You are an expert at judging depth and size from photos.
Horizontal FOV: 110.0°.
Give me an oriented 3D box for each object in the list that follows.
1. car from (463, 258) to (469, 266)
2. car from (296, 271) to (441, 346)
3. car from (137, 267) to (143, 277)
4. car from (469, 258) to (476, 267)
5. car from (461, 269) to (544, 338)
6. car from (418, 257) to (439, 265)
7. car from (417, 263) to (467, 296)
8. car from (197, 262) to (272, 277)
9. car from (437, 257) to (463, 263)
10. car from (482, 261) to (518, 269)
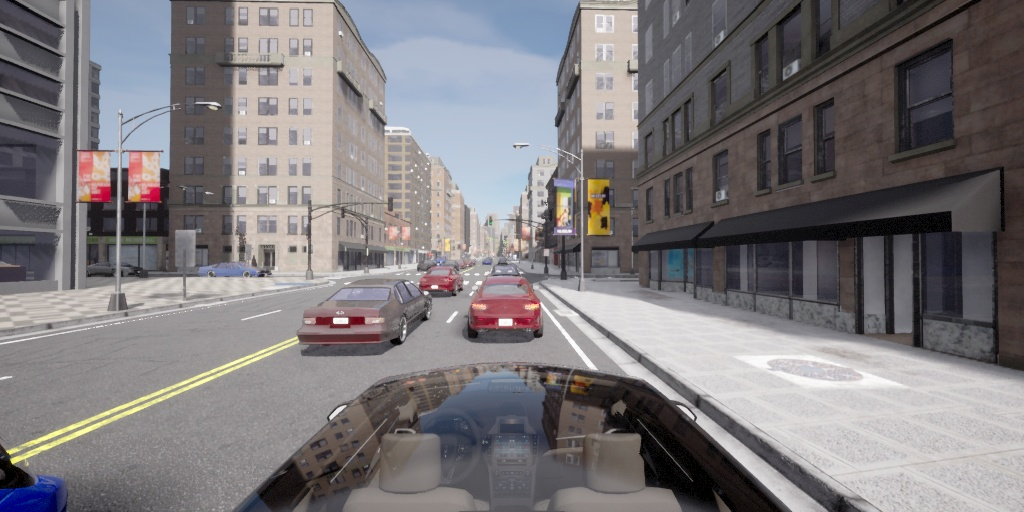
[{"bbox_3d":[-8.051,1.247,54.704,1.812,1.442,4.674,0,0,-1],"label":"car"},{"bbox_3d":[-3.413,1.298,9.434,2.033,1.411,5.357,0,0,-2],"label":"car"},{"bbox_3d":[-33.647,1.169,30.365,4.181,1.385,1.994,0,-1,-2],"label":"car"},{"bbox_3d":[-8.278,1.063,64.579,2.097,1.767,4.553,0,0,-1],"label":"car"},{"bbox_3d":[-0.183,1.276,10.116,1.812,1.442,4.674,0,0,-1],"label":"car"},{"bbox_3d":[-11.105,1.206,47.201,1.882,1.535,5.008,0,0,-1],"label":"car"},{"bbox_3d":[-3.669,1.274,19.027,1.812,1.442,4.674,0,0,-2],"label":"car"},{"bbox_3d":[-23.681,1.194,30.689,5.357,1.411,2.033,0,-1,1],"label":"car"},{"bbox_3d":[-7.807,1.207,45.500,1.882,1.535,5.008,0,0,-2],"label":"car"},{"bbox_3d":[-0.414,1.240,19.212,2.128,1.511,4.902,0,0,-3],"label":"car"}]
